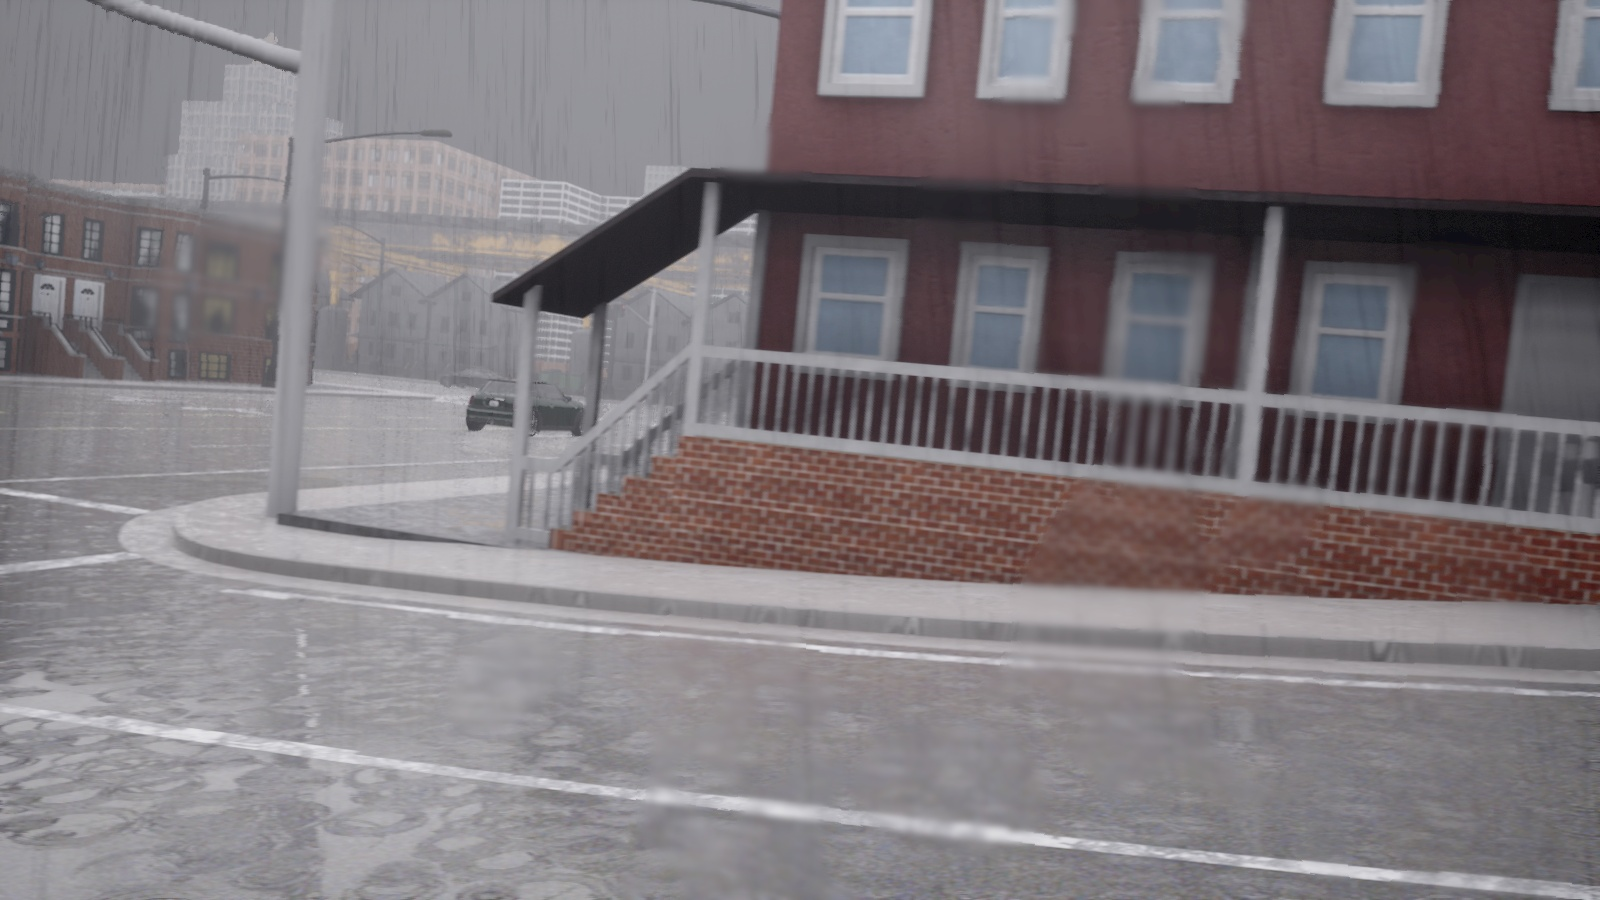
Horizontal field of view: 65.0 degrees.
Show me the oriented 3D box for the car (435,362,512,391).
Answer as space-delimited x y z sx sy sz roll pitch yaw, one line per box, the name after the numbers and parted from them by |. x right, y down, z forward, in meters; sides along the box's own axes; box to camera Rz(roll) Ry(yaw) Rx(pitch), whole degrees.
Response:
-21.864 -4.917 84.114 4.674 1.442 1.812 7 3 19 | car

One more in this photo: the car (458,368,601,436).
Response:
-8.229 -1.437 38.683 2.097 1.767 4.553 7 3 19 | car
